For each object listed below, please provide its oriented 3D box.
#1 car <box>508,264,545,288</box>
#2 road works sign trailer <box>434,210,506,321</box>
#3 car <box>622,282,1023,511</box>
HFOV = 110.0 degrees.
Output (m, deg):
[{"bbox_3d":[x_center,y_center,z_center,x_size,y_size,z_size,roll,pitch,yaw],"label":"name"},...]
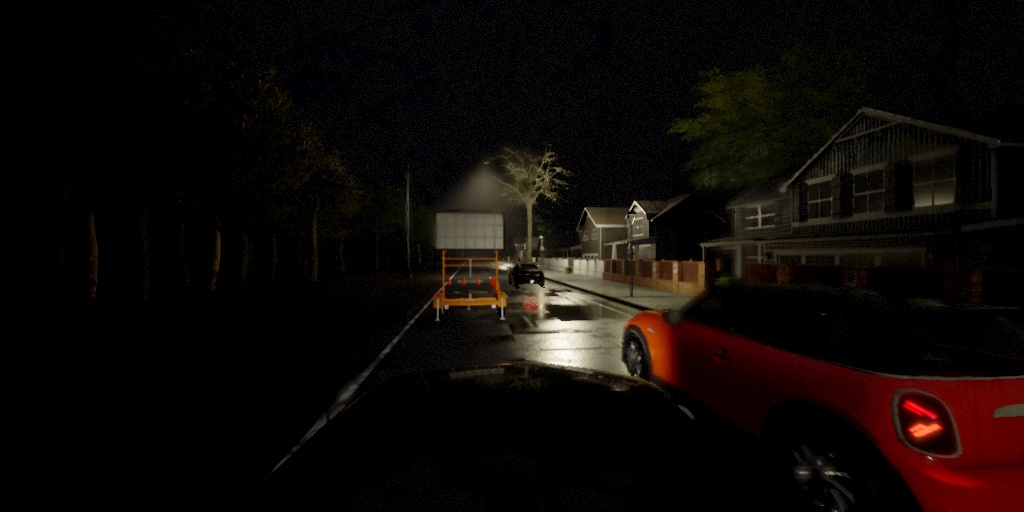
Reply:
[{"bbox_3d":[0.902,1.246,23.630,1.837,1.490,4.892,0,0,-7],"label":"car"},{"bbox_3d":[-1.450,0.208,12.519,2.380,3.560,2.880,0,0,-7],"label":"road works sign trailer"},{"bbox_3d":[3.105,1.100,4.358,2.097,1.767,4.553,0,0,-7],"label":"car"}]
